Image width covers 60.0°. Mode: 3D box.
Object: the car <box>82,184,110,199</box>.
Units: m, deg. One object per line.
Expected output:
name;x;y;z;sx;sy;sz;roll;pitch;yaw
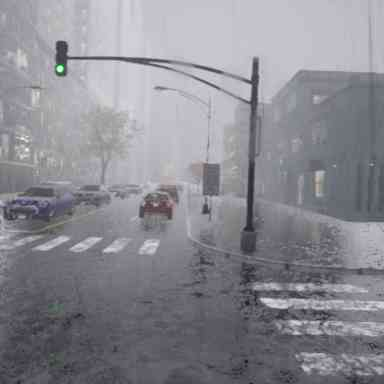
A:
car;-10.593;-0.119;37.068;1.752;1.417;4.829;3;2;-1

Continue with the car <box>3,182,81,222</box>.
car;-7.786;0.478;17.416;2.097;1.767;4.553;2;2;-1

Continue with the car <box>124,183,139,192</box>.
car;-10.859;-0.863;59.920;1.947;1.339;4.313;3;2;-1

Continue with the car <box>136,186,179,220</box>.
car;-2.022;0.681;20.370;1.967;1.590;4.097;3;2;-1

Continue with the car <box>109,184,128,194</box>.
car;-10.729;-0.457;48.580;1.802;1.307;4.206;3;2;-1

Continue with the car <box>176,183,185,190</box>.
car;-2.675;-1.267;77.073;1.967;1.590;4.097;3;2;-1

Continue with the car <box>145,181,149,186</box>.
car;-10.988;-1.268;71.260;2.008;1.369;4.403;3;2;-1

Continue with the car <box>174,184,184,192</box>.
car;-2.551;-0.751;65.737;1.947;1.339;4.313;3;2;-1

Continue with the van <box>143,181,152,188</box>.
van;-11.108;-1.867;82.594;1.690;1.788;3.998;3;2;-1

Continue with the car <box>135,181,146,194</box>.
car;-8.084;-0.386;46.306;1.882;1.535;5.008;2;2;0

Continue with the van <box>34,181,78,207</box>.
van;-10.455;0.081;25.891;1.690;1.788;3.998;3;2;-1

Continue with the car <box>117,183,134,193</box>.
car;-10.794;-0.668;54.250;1.947;1.339;4.313;3;2;-1

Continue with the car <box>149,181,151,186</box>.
car;-11.041;-1.698;76.923;2.192;1.841;5.009;3;2;-1

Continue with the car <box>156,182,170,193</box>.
car;-5.065;-0.827;58.888;2.097;1.767;4.553;2;2;-1

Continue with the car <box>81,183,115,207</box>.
car;-7.886;0.173;26.323;2.097;1.767;4.553;2;2;-1

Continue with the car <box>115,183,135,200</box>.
car;-7.997;-0.027;36.208;2.128;1.511;4.902;2;2;0

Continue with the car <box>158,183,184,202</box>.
car;-2.145;0.167;31.706;2.192;1.841;5.009;3;2;-1
